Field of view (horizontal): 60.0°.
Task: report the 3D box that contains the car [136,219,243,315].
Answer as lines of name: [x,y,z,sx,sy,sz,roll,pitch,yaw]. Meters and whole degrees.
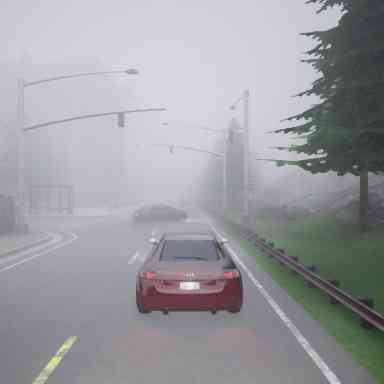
car: [-0.072,1.564,7.657,1.994,1.385,4.181,0,0,-1]

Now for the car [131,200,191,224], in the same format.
car: [-2.400,1.559,24.845,4.181,1.385,1.994,0,0,-40]

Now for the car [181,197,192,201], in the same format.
car: [-1.008,1.547,52.030,2.033,1.411,5.357,0,0,-1]
